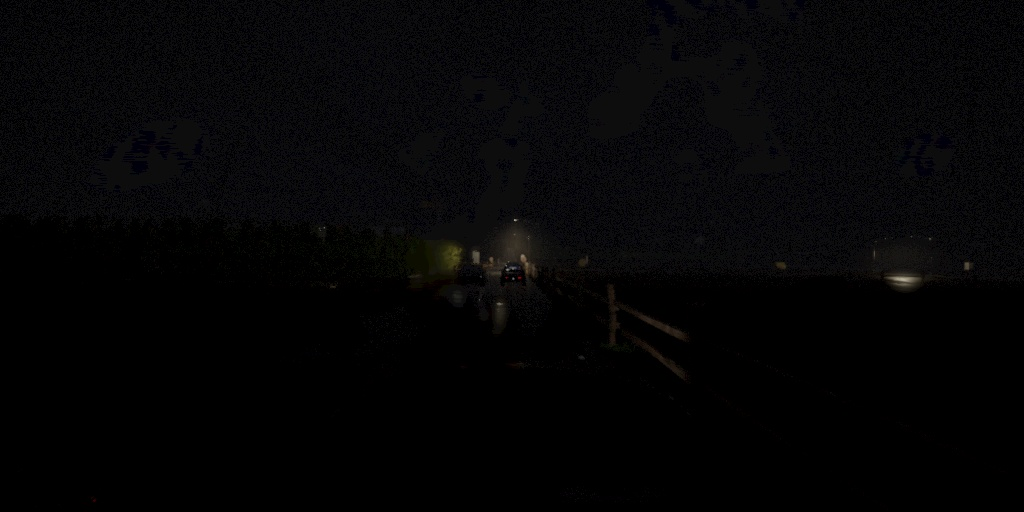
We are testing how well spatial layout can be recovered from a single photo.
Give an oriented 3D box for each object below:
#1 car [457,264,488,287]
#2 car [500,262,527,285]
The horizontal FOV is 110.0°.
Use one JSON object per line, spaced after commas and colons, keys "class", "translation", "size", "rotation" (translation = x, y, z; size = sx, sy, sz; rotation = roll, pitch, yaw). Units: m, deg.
{"class": "car", "translation": [-2.845, 1.394, 26.354], "size": [1.882, 1.535, 5.008], "rotation": [0, -1, 0]}
{"class": "car", "translation": [0.102, 1.421, 27.721], "size": [2.128, 1.511, 4.902], "rotation": [0, -1, 0]}
